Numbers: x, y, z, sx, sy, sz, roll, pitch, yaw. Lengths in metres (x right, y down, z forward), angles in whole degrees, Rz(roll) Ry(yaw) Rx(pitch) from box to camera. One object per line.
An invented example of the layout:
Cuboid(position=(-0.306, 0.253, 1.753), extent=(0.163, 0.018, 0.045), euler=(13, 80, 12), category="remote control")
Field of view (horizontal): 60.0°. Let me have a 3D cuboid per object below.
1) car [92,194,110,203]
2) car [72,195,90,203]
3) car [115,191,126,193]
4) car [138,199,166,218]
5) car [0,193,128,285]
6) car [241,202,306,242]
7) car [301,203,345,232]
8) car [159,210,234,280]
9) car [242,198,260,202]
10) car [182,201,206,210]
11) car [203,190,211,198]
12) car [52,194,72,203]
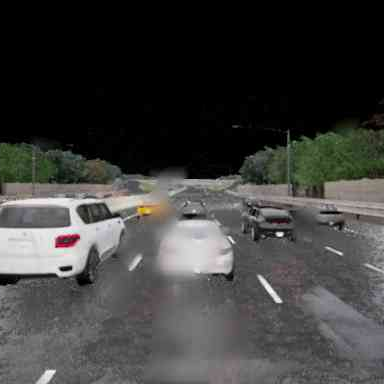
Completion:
Cuboid(position=(-17.120, 1.124, 62.741), extent=(1.882, 1.535, 5.008), euler=(0, 0, 1), category="car")
Cuboid(position=(-20.633, 1.211, 61.978), extent=(1.994, 1.385, 4.181), euler=(0, 0, 1), category="car")
Cuboid(position=(-13.621, 0.874, 62.666), extent=(2.150, 2.045, 5.566), euler=(0, 0, 1), category="car")
Cuboid(position=(-3.322, 1.330, 27.976), extent=(1.882, 1.535, 5.008), euler=(0, 0, 0), category="car")
Cuboid(position=(-3.391, 1.168, 9.431), extent=(2.150, 2.045, 5.566), euler=(0, 0, 0), category="car")
Cuboid(position=(3.523, 1.422, 15.725), extent=(1.837, 1.490, 4.892), euler=(0, 0, 0), category="car")
Cuboid(position=(7.134, 1.390, 19.407), extent=(2.128, 1.511, 4.902), euler=(0, 0, 0), category="car")
Cuboid(position=(0.110, 1.472, 9.622), extent=(1.812, 1.442, 4.674), euler=(0, 0, 0), category="car")
Cuboid(position=(7.265, 1.387, 40.609), extent=(1.895, 1.301, 4.718), euler=(0, 0, 0), category="car")
Cuboid(position=(0.174, 1.421, 27.214), extent=(1.994, 1.385, 4.181), euler=(0, 0, 0), category="car")
Cuboid(position=(4.350, 0.961, 91.898), extent=(1.812, 1.442, 4.674), euler=(0, 1, 1), category="car")
Cuboid(position=(-24.126, 1.175, 61.989), extent=(1.812, 1.442, 4.674), euler=(0, 0, 1), category="car")
